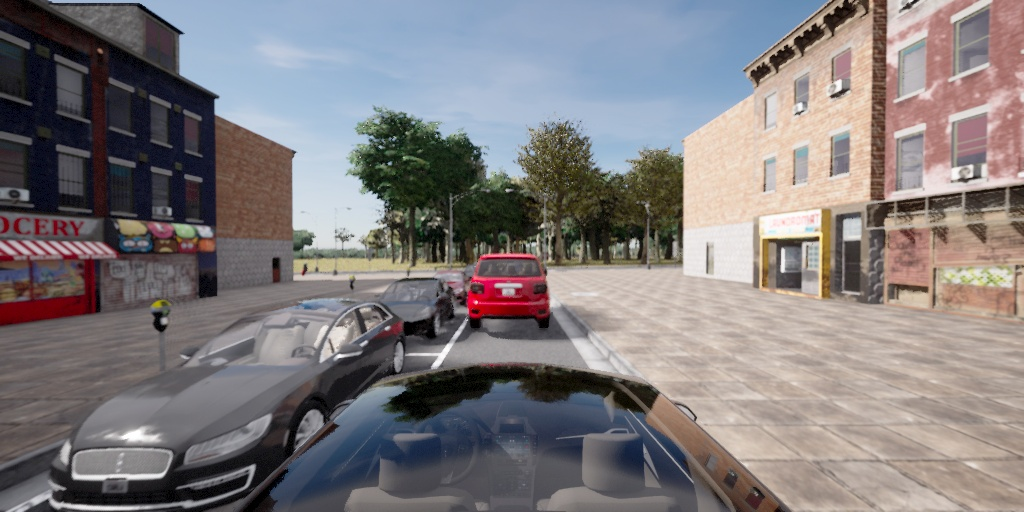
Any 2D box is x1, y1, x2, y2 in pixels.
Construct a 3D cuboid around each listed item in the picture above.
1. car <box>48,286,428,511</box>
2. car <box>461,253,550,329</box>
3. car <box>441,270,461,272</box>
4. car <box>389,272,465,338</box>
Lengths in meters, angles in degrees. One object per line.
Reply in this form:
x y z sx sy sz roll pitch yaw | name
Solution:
-2.639 1.291 4.575 2.007 1.370 4.403 0 0 0 | car
-0.049 0.940 11.276 2.150 2.045 5.566 0 0 1 | car
-2.641 1.286 15.444 1.802 1.307 4.207 0 0 0 | car
-2.640 1.288 10.009 1.948 1.339 4.313 0 0 0 | car
